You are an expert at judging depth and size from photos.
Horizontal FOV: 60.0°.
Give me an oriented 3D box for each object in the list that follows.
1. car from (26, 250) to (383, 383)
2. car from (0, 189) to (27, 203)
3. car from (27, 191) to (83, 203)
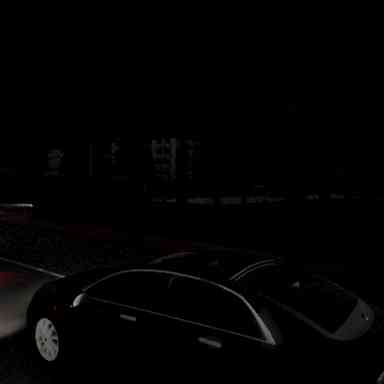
[{"bbox_3d":[-0.111,1.490,4.062,4.892,1.490,1.837,1,0,36],"label":"car"},{"bbox_3d":[-19.447,0.417,35.478,2.128,1.511,4.902,2,1,38],"label":"car"},{"bbox_3d":[-14.514,0.593,36.141,2.033,1.411,5.357,2,1,38],"label":"car"}]
